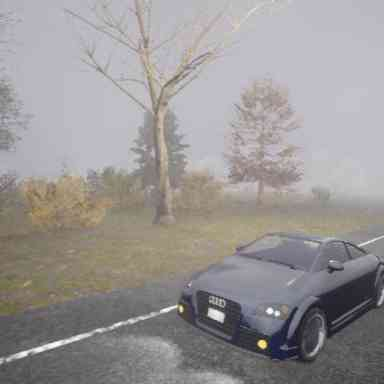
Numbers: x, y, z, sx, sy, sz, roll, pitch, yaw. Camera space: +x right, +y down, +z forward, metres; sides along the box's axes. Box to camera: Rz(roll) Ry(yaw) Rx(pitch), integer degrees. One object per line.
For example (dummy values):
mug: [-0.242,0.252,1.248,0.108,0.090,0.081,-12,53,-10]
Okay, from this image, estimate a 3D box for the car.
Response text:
car: [1.773,1.425,5.739,4.181,1.385,1.994,0,2,-43]
